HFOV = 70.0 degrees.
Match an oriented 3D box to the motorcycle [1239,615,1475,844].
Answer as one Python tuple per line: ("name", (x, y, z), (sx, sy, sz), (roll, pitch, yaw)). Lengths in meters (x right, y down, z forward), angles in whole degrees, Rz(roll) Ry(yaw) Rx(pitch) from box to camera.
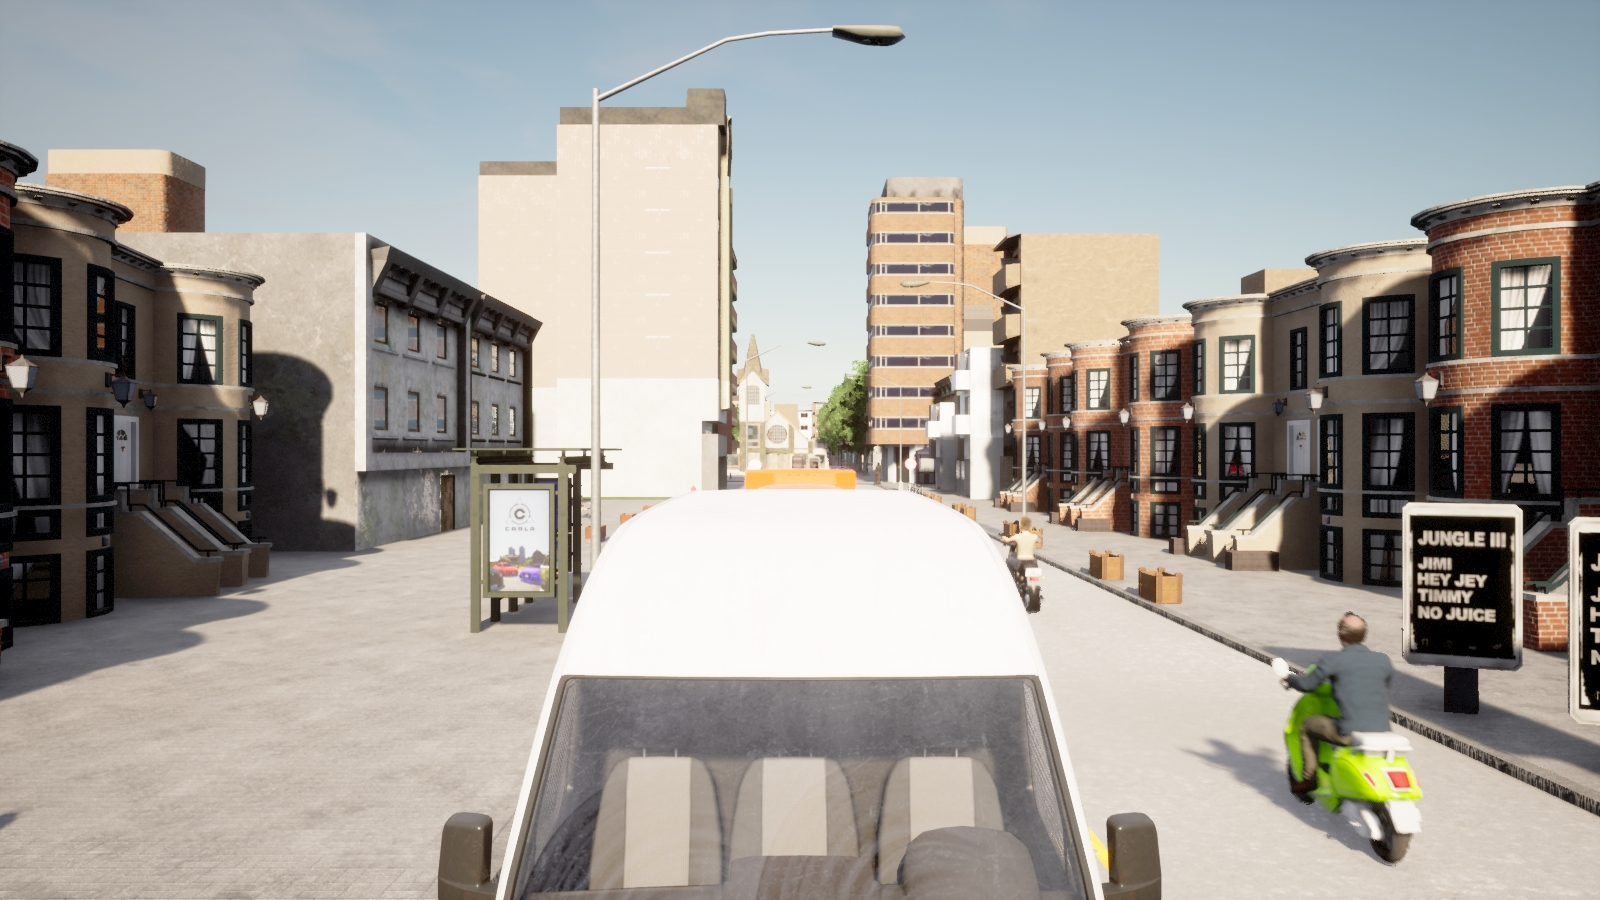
("motorcycle", (4.002, 1.966, 8.401), (0.856, 1.236, 1.805), (0, 0, 0))

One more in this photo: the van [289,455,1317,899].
("van", (0.007, 1.317, 5.167), (1.988, 2.561, 5.915), (0, 0, 0))

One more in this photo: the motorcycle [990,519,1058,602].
("motorcycle", (4.005, 1.958, 20.631), (0.764, 1.277, 2.356), (0, 0, 0))
